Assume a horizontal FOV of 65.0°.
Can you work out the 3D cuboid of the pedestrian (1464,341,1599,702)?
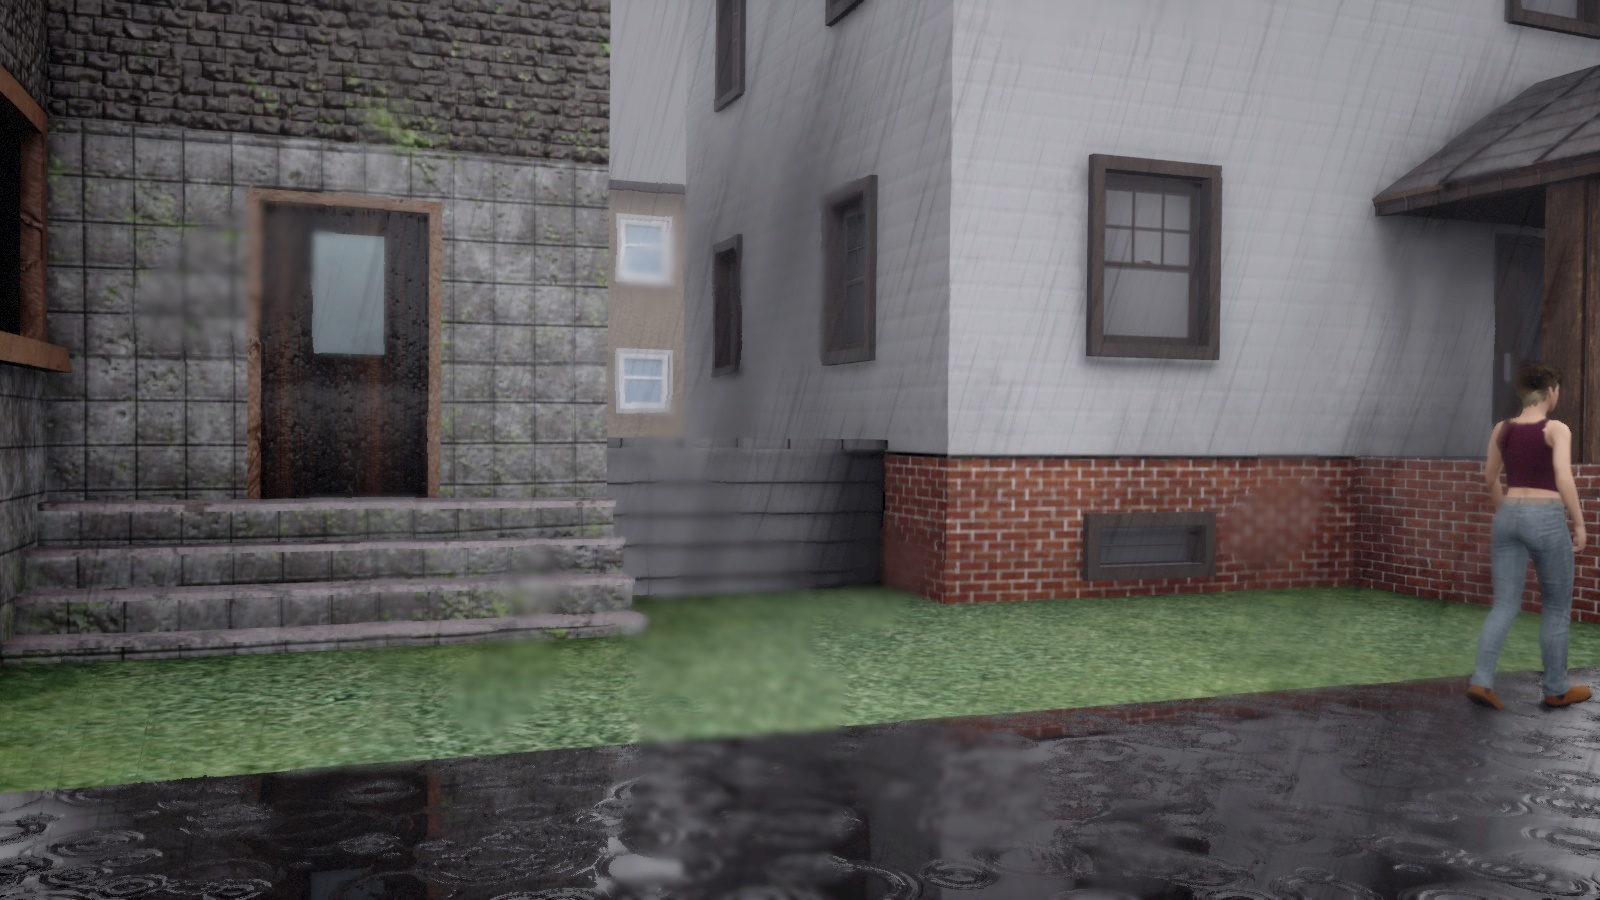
[{"bbox_3d":[3.884,0.357,6.652,0.594,1.836,0.345,-1,1,-22],"label":"pedestrian"}]
